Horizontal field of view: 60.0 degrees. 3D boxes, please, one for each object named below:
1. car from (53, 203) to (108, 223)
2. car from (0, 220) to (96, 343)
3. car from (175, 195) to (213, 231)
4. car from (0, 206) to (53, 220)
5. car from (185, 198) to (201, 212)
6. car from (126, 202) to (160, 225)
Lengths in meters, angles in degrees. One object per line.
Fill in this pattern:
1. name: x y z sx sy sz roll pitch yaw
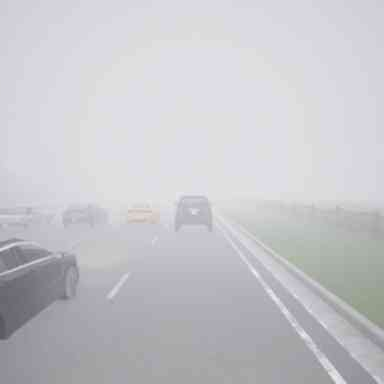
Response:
1. car: -6.903 1.464 21.906 2.128 1.511 4.902 0 0 0
2. car: -3.399 1.484 5.429 2.128 1.511 4.902 0 0 0
3. car: 0.099 1.196 20.489 2.150 2.045 5.566 0 0 0
4. car: -10.404 1.574 20.812 1.895 1.301 4.718 0 0 0
5. car: 0.096 1.455 39.563 1.837 1.490 4.892 0 0 0
6. car: -3.403 1.448 23.684 1.882 1.535 5.008 0 0 0
